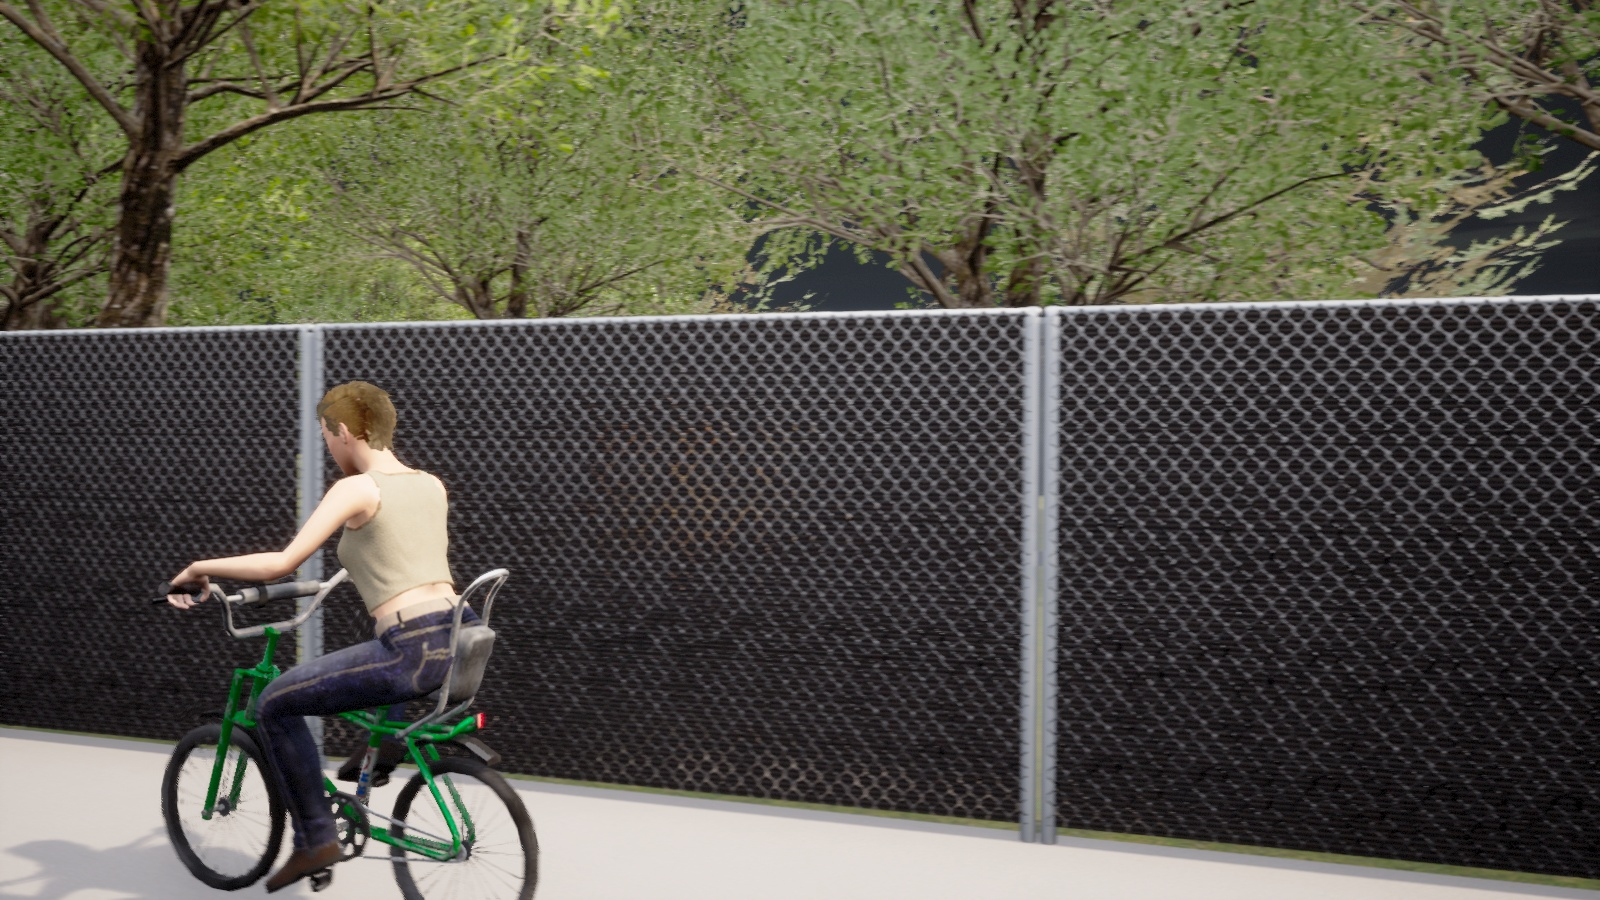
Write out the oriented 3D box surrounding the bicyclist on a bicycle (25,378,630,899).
[{"bbox_3d":[-1.400,0.627,3.777,1.509,1.612,0.866,0,1,25],"label":"bicyclist on a bicycle"}]
